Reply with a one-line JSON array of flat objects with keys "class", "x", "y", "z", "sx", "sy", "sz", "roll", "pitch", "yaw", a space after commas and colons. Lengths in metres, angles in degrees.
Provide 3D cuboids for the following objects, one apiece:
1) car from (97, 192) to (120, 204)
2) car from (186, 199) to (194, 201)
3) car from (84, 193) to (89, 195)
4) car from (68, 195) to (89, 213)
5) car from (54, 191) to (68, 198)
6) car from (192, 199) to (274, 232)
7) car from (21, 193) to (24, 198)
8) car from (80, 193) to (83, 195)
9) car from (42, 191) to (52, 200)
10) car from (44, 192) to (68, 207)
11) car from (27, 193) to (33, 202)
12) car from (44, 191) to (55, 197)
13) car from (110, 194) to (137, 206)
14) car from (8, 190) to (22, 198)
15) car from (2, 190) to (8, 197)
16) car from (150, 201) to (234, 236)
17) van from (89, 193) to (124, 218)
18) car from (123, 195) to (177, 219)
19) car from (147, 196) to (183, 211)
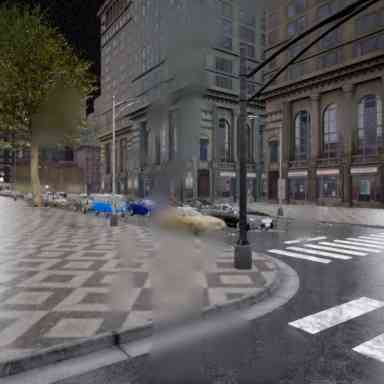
[{"class": "car", "x": -12.729, "y": 0.880, "z": 50.420, "sx": 1.967, "sy": 1.590, "sz": 4.097, "roll": 1, "pitch": 0, "yaw": -35}, {"class": "car", "x": 0.228, "y": 1.315, "z": 32.062, "sx": 1.947, "sy": 1.339, "sz": 4.313, "roll": 1, "pitch": 0, "yaw": -35}, {"class": "car", "x": -9.526, "y": 1.131, "z": 35.713, "sx": 2.128, "sy": 1.511, "sz": 4.902, "roll": 0, "pitch": 1, "yaw": -35}, {"class": "car", "x": -9.972, "y": 1.230, "z": 31.727, "sx": 2.008, "sy": 1.369, "sz": 4.403, "roll": 1, "pitch": 0, "yaw": -35}, {"class": "car", "x": -28.928, "y": 0.587, "z": 73.362, "sx": 1.887, "sy": 1.381, "sz": 4.507, "roll": 1, "pitch": 0, "yaw": -35}, {"class": "car", "x": 2.408, "y": 1.370, "z": 18.803, "sx": 2.128, "sy": 1.511, "sz": 4.902, "roll": 0, "pitch": 1, "yaw": -36}, {"class": "car", "x": -26.171, "y": 0.830, "z": 54.676, "sx": 2.008, "sy": 1.369, "sz": 4.403, "roll": 1, "pitch": 0, "yaw": -35}, {"class": "car", "x": -19.211, "y": 0.860, "z": 59.597, "sx": 1.802, "sy": 1.307, "sz": 4.206, "roll": 1, "pitch": 0, "yaw": -35}, {"class": "car", "x": -19.691, "y": 0.991, "z": 45.498, "sx": 2.008, "sy": 1.369, "sz": 4.403, "roll": 1, "pitch": 0, "yaw": -35}, {"class": "car", "x": -16.354, "y": 1.051, "z": 40.770, "sx": 1.752, "sy": 1.417, "sz": 4.829, "roll": 1, "pitch": 0, "yaw": -35}, {"class": "car", "x": -22.931, "y": 0.910, "z": 50.087, "sx": 2.008, "sy": 1.369, "sz": 4.403, "roll": 1, "pitch": 0, "yaw": -35}, {"class": "car", "x": -35.408, "y": 0.471, "z": 82.539, "sx": 1.802, "sy": 1.307, "sz": 4.206, "roll": 1, "pitch": 0, "yaw": -35}, {"class": "car", "x": -9.492, "y": 1.073, "z": 45.832, "sx": 2.008, "sy": 1.369, "sz": 4.403, "roll": 1, "pitch": 0, "yaw": -35}, {"class": "car", "x": -35.888, "y": 0.483, "z": 68.442, "sx": 1.967, "sy": 1.590, "sz": 4.097, "roll": 1, "pitch": 0, "yaw": -35}, {"class": "car", "x": -42.368, "y": 0.329, "z": 77.620, "sx": 1.967, "sy": 1.590, "sz": 4.097, "roll": 1, "pitch": 0, "yaw": -35}, {"class": "car", "x": -0.153, "y": 1.398, "z": 17.816, "sx": 1.752, "sy": 1.417, "sz": 4.829, "roll": 1, "pitch": 0, "yaw": -35}, {"class": "van", "x": -6.730, "y": 1.091, "z": 27.137, "sx": 1.690, "sy": 1.788, "sz": 3.998, "roll": 1, "pitch": 0, "yaw": -35}, {"class": "car", "x": -3.467, "y": 1.249, "z": 27.115, "sx": 1.882, "sy": 1.535, "sz": 5.008, "roll": 0, "pitch": 0, "yaw": -35}, {"class": "car", "x": -3.011, "y": 1.224, "z": 36.651, "sx": 1.887, "sy": 1.381, "sz": 4.507, "roll": 1, "pitch": 0, "yaw": -35}]
